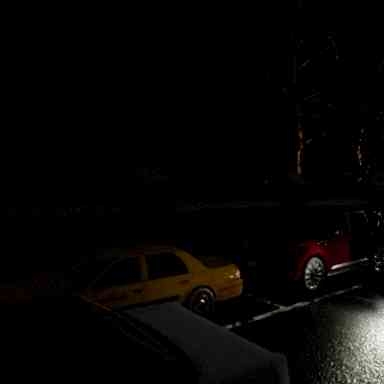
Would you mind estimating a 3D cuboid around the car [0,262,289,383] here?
[{"bbox_3d":[-1.574,1.601,2.240,4.718,1.301,1.895,0,0,-35],"label":"car"}]

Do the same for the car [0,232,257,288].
[{"bbox_3d":[-1.282,1.525,5.643,4.829,1.417,1.752,0,0,-36],"label":"car"}]

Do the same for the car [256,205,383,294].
[{"bbox_3d":[3.439,1.315,9.013,5.009,1.841,2.192,0,0,-36],"label":"car"}]
